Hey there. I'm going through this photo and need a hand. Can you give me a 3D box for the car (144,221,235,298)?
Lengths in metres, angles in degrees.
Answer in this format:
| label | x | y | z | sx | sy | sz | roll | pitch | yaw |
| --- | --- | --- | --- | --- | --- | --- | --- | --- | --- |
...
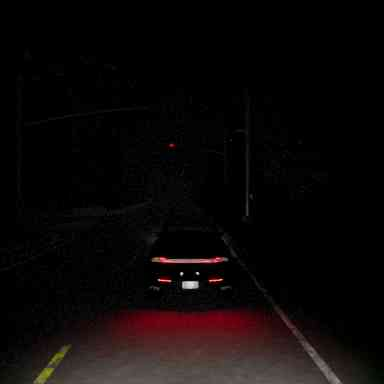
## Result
| label | x | y | z | sx | sy | sz | roll | pitch | yaw |
| --- | --- | --- | --- | --- | --- | --- | --- | --- | --- |
| car | -0.071 | 1.492 | 8.530 | 2.128 | 1.511 | 4.902 | 0 | 0 | -1 |
